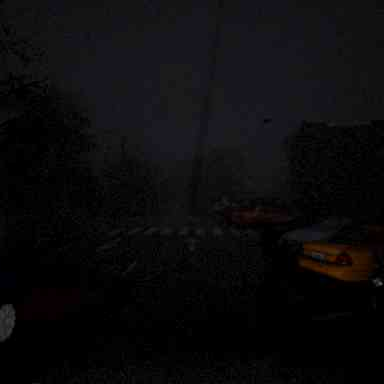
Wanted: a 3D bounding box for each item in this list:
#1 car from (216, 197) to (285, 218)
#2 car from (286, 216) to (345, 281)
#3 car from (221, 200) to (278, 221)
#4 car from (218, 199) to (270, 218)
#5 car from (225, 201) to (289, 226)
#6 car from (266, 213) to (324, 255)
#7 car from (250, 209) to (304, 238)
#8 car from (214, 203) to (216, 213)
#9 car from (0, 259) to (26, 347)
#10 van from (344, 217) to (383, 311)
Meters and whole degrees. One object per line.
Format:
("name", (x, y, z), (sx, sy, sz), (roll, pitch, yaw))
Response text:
("car", (5.213, 1.453, 26.978), (5.566, 2.045, 2.435), (1, 0, -21))
("car", (5.464, 1.559, 8.919), (5.366, 1.575, 1.946), (1, -1, -20))
("car", (5.167, 1.603, 30.028), (4.553, 1.767, 2.185), (1, -1, -21))
("car", (5.174, 1.666, 33.052), (4.553, 1.767, 2.185), (2, -3, -21))
("car", (5.435, 1.681, 24.028), (5.366, 1.575, 1.946), (1, -1, -20))
("car", (5.302, 1.623, 11.879), (4.674, 1.452, 2.002), (1, 0, -20))
("car", (5.293, 1.648, 14.908), (4.674, 1.452, 2.002), (1, -1, -20))
("car", (5.075, 1.682, 36.004), (5.566, 2.045, 2.435), (3, -6, -20))
("car", (-3.711, 1.507, 3.535), (1.882, 1.535, 5.008), (0, -1, 0))
("van", (5.174, 1.307, 5.790), (4.442, 1.987, 1.878), (1, 0, -20))
